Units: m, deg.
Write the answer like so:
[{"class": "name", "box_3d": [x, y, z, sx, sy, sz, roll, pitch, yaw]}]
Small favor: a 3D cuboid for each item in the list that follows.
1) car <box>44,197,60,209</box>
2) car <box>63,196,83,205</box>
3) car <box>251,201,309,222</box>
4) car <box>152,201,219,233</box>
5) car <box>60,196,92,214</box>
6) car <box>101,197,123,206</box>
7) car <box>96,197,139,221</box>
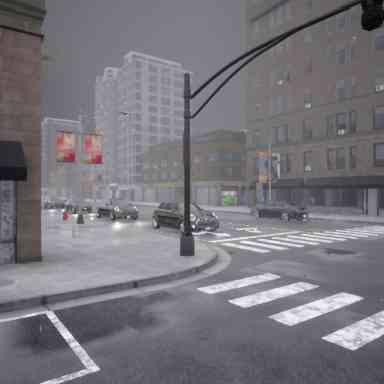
[{"class": "car", "box_3d": [-18.277, 1.439, 44.015, 1.837, 1.490, 4.892, 0, 0, -35]}, {"class": "car", "box_3d": [-21.379, 1.451, 59.665, 2.033, 1.411, 5.357, 0, 0, -36]}, {"class": "car", "box_3d": [6.806, 1.470, 26.234, 1.837, 1.490, 4.892, 0, 0, -36]}, {"class": "car", "box_3d": [-0.470, 1.332, 19.316, 2.097, 1.767, 4.553, 0, 0, -36]}, {"class": "car", "box_3d": [-12.216, 1.455, 35.567, 1.837, 1.490, 4.892, 0, 0, -36]}, {"class": "car", "box_3d": [-12.834, 1.479, 53.381, 1.994, 1.385, 4.181, 0, 0, -36]}, {"class": "car", "box_3d": [-6.156, 1.318, 27.175, 2.097, 1.767, 4.553, 0, 0, -36]}]
